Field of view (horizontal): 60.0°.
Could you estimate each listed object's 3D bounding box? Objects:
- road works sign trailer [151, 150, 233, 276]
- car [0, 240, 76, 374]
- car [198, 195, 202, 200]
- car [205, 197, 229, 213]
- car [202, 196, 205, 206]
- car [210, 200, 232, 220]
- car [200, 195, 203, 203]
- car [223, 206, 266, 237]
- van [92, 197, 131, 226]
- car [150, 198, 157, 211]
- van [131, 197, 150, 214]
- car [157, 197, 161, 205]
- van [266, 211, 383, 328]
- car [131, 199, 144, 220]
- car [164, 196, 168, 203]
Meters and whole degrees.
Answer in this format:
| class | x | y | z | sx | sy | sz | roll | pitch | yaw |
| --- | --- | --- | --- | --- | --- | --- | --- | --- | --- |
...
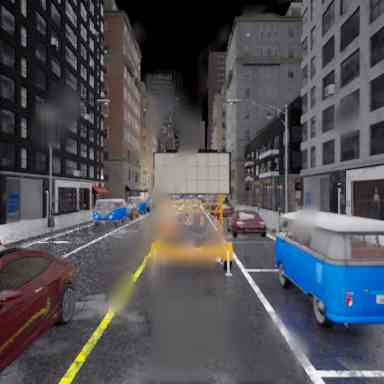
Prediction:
| class | x | y | z | sx | sy | sz | roll | pitch | yaw |
| --- | --- | --- | --- | --- | --- | --- | --- | --- | --- |
| road works sign trailer | -0.004 | 0.483 | 10.436 | 2.380 | 3.560 | 2.880 | 0 | 0 | 0 |
| car | -3.001 | 1.533 | 4.364 | 1.812 | 1.442 | 4.674 | 0 | 0 | 0 |
| car | 2.822 | 1.701 | 67.271 | 1.947 | 1.339 | 4.313 | 0 | 0 | 0 |
| car | 2.839 | 1.378 | 34.264 | 2.192 | 1.841 | 5.009 | 0 | 0 | 0 |
| car | 2.833 | 1.526 | 45.266 | 1.967 | 1.590 | 4.097 | 0 | 0 | 0 |
| car | 2.842 | 1.634 | 28.762 | 1.802 | 1.307 | 4.206 | 0 | 0 | 0 |
| car | 2.827 | 1.660 | 56.269 | 2.008 | 1.369 | 4.403 | 0 | 0 | 0 |
| car | 2.848 | 1.614 | 17.760 | 1.802 | 1.307 | 4.206 | 0 | 0 | 0 |
| van | -5.681 | 1.383 | 23.258 | 1.690 | 1.788 | 3.998 | 0 | 0 | 0 |
| car | -5.689 | 1.640 | 39.760 | 1.947 | 1.339 | 4.313 | 0 | 0 | 0 |
| van | -5.687 | 1.404 | 34.259 | 1.690 | 1.788 | 3.998 | 0 | 0 | 0 |
| car | -5.692 | 1.667 | 45.262 | 1.802 | 1.307 | 4.206 | 0 | 0 | 0 |
| van | 2.853 | 1.353 | 6.757 | 1.690 | 1.788 | 3.998 | 0 | 0 | 0 |
| car | -5.683 | 1.603 | 28.757 | 2.008 | 1.369 | 4.403 | 0 | 0 | 0 |
| car | -5.698 | 1.675 | 56.264 | 1.947 | 1.339 | 4.313 | 0 | 0 | 0 |
